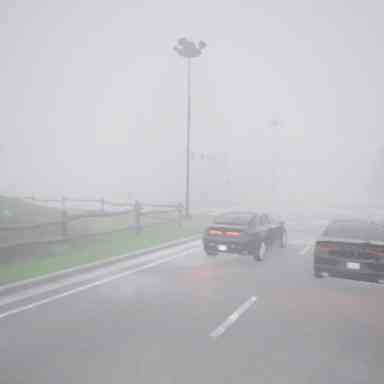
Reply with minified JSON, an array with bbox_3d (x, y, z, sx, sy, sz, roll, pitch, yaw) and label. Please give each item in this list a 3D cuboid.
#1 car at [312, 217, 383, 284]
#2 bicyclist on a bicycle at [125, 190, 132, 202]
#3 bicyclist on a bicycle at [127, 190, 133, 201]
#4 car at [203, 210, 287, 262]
[{"bbox_3d":[4.669,1.436,9.373,1.882,1.535,5.008,1,1,28],"label":"car"},{"bbox_3d":[-9.574,0.582,50.026,0.582,1.620,1.656,1,1,7],"label":"bicyclist on a bicycle"},{"bbox_3d":[-9.132,0.589,49.968,0.582,1.620,1.656,1,1,8],"label":"bicyclist on a bicycle"},{"bbox_3d":[2.056,1.395,11.909,1.837,1.490,4.892,1,1,29],"label":"car"}]
